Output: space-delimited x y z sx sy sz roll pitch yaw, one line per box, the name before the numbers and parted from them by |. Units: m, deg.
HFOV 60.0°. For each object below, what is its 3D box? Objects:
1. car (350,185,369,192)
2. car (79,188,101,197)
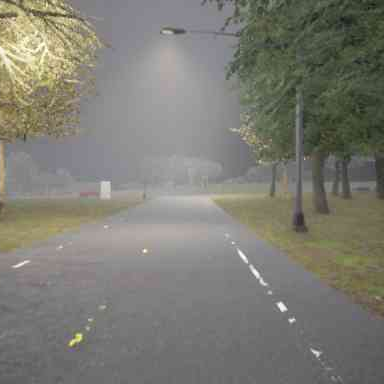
car | 41.658 -0.940 83.071 4.553 1.767 2.097 -2 -1 -1
car | -22.547 0.174 75.236 5.566 2.045 2.150 -1 -1 0
